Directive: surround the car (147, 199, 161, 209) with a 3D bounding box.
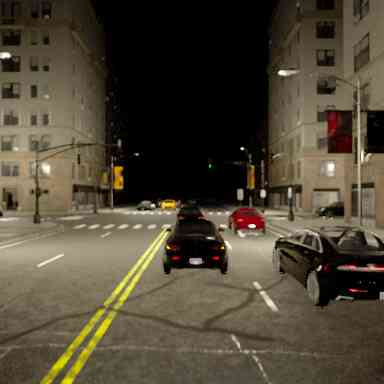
[{"bbox_3d":[-6.563,2.037,57.896,1.837,1.490,4.892,0,-1,0],"label":"car"}]

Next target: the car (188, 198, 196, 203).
[{"bbox_3d":[0.023,2.299,77.553,1.895,1.301,4.718,0,-1,0],"label":"car"}]

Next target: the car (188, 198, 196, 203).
[{"bbox_3d":[0.025,2.216,87.527,1.994,1.385,4.181,0,-1,0],"label":"car"}]

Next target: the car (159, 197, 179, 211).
[{"bbox_3d":[-3.340,1.924,48.451,1.882,1.535,5.008,0,-1,-1],"label":"car"}]

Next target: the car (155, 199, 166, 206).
[{"bbox_3d":[-6.481,2.149,68.048,1.812,1.442,4.674,0,-1,0],"label":"car"}]

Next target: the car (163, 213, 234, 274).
[{"bbox_3d":[0.099,1.625,10.831,1.812,1.442,4.674,0,-1,0],"label":"car"}]

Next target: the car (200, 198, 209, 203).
[{"bbox_3d":[3.275,2.216,87.526,1.994,1.385,4.181,0,-1,0],"label":"car"}]

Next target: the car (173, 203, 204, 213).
[{"bbox_3d":[-0.167,1.729,22.227,1.812,1.442,4.674,0,-1,-4],"label":"car"}]

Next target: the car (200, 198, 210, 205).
[{"bbox_3d":[3.272,2.239,77.106,2.033,1.411,5.357,0,-1,0],"label":"car"}]

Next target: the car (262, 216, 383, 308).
[{"bbox_3d":[3.345,1.567,8.089,2.128,1.511,4.902,0,0,0],"label":"car"}]

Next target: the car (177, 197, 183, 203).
[{"bbox_3d":[-3.242,1.968,67.241,2.097,1.767,4.553,0,-1,0],"label":"car"}]

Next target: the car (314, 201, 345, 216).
[{"bbox_3d":[14.770,1.707,33.446,4.553,1.767,2.097,0,-1,1],"label":"car"}]

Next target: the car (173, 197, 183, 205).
[{"bbox_3d":[-3.228,2.036,77.203,2.097,1.767,4.553,0,-1,0],"label":"car"}]

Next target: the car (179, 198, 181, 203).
[{"bbox_3d":[-3.312,2.132,57.788,1.895,1.301,4.718,0,-1,0],"label":"car"}]

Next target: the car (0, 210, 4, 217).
[{"bbox_3d":[-19.749,1.820,30.642,4.181,1.385,1.994,0,-1,0],"label":"car"}]

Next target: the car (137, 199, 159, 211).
[{"bbox_3d":[-6.555,1.991,48.157,2.033,1.411,5.357,0,-1,4],"label":"car"}]

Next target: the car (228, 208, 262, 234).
[{"bbox_3d":[3.305,1.713,20.435,1.812,1.442,4.674,0,-1,0],"label":"car"}]
